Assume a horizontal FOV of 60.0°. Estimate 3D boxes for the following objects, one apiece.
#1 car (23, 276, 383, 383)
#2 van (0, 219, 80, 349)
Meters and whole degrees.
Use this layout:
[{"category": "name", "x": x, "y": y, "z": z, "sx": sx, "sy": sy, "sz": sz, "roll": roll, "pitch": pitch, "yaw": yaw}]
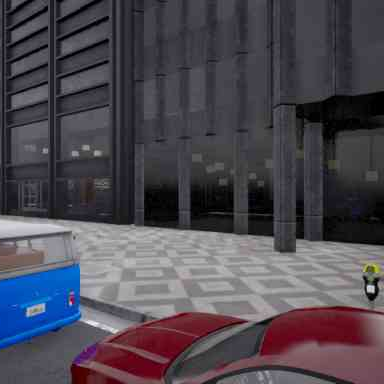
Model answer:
[{"category": "car", "x": 0.971, "y": 1.545, "z": 2.272, "sx": 4.507, "sy": 1.381, "sz": 1.887, "roll": 0, "pitch": 0, "yaw": 36}, {"category": "van", "x": -3.593, "y": 1.341, "z": 5.531, "sx": 3.998, "sy": 1.788, "sz": 1.690, "roll": 0, "pitch": 0, "yaw": 36}]
